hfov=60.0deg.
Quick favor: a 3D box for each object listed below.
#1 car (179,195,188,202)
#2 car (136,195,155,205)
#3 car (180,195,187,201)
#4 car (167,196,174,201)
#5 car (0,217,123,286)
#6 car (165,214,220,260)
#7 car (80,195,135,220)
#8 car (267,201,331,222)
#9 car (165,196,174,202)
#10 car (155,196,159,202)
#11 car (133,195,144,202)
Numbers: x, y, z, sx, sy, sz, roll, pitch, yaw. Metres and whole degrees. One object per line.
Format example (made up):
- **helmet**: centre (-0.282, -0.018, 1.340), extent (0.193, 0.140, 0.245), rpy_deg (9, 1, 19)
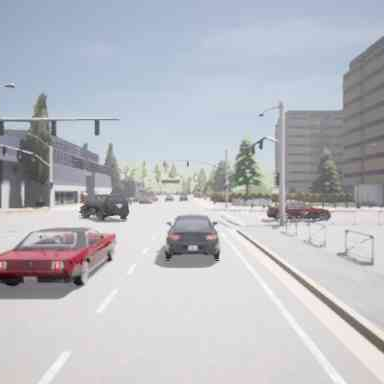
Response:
- **car**: centre (-1.989, 1.445, 79.807), extent (2.097, 1.767, 4.553), rpy_deg (0, 0, -2)
- **car**: centre (-8.536, 1.427, 61.758), extent (2.097, 1.767, 4.553), rpy_deg (0, 0, -1)
- **car**: centre (-2.254, 1.547, 89.812), extent (1.812, 1.442, 4.674), rpy_deg (0, 0, -2)
- **car**: centre (-5.753, 1.618, 89.751), extent (1.895, 1.301, 4.718), rpy_deg (0, 0, -2)
- **car**: centre (-3.470, 1.612, 9.383), extent (1.895, 1.301, 4.718), rpy_deg (0, 0, 0)
- **car**: centre (0.002, 1.541, 12.374), extent (1.812, 1.442, 4.674), rpy_deg (0, 0, -1)
- **car**: centre (-7.377, 1.254, 27.935), extent (2.150, 2.045, 5.566), rpy_deg (1, -1, -40)
- **car**: centre (8.457, 1.509, 26.309), extent (5.008, 1.535, 1.882), rpy_deg (0, -1, -4)
- **car**: centre (-5.472, 1.630, 79.118), extent (2.033, 1.411, 5.357), rpy_deg (0, 0, -2)
- **car**: centre (-8.947, 1.636, 78.109), extent (1.994, 1.385, 4.181), rpy_deg (0, 0, -2)
- **car**: centre (-12.443, 1.586, 77.923), extent (1.837, 1.490, 4.892), rpy_deg (0, 0, -2)
